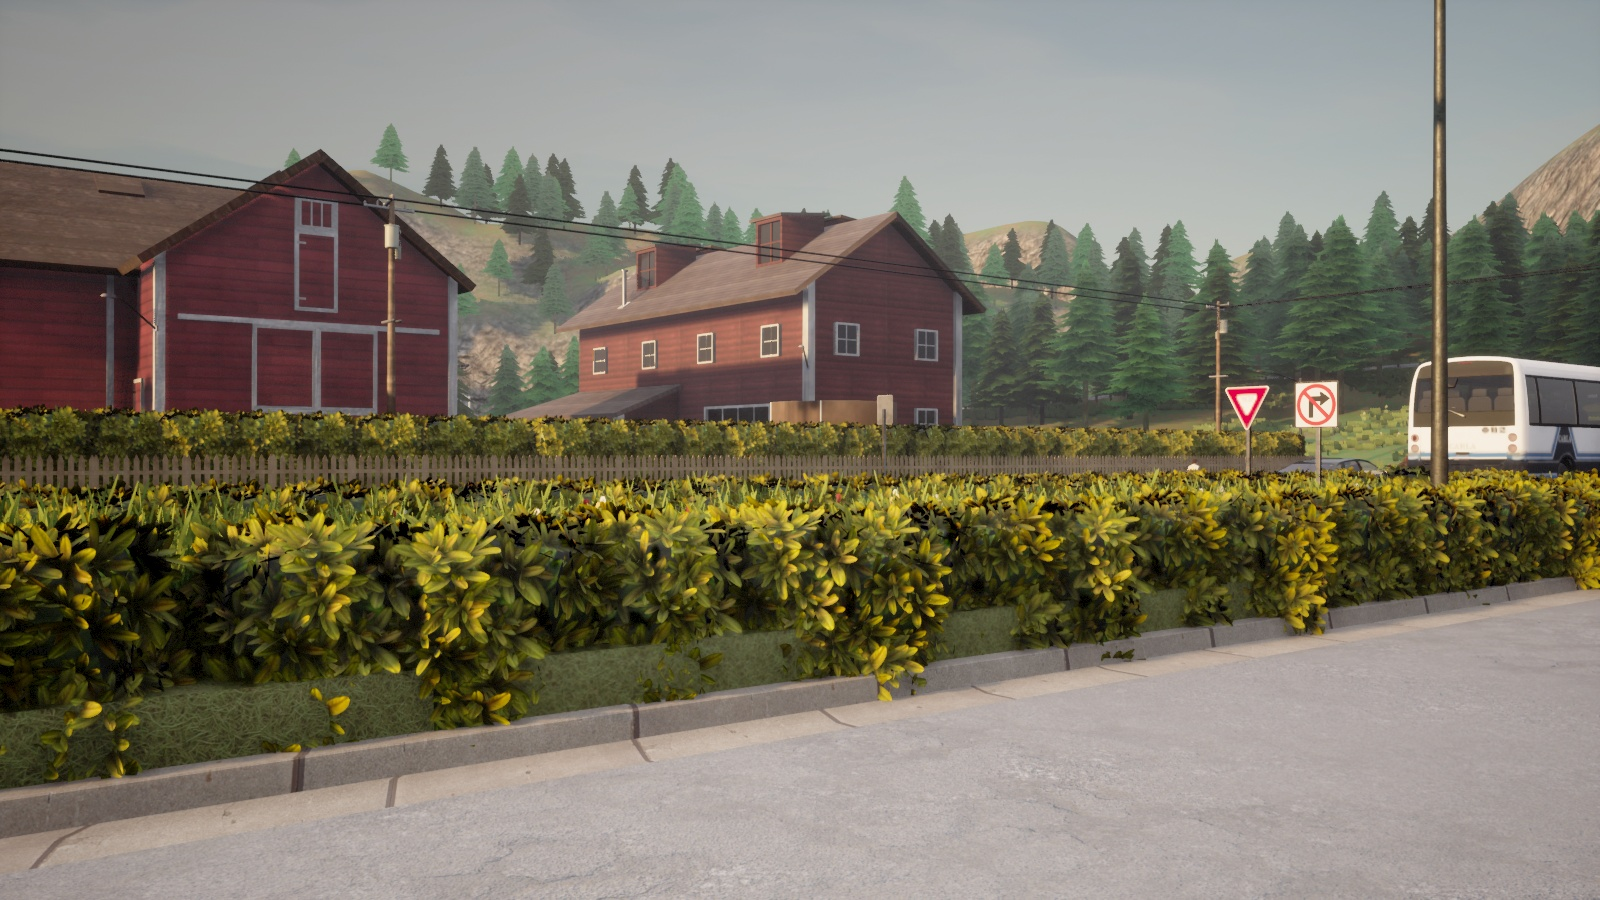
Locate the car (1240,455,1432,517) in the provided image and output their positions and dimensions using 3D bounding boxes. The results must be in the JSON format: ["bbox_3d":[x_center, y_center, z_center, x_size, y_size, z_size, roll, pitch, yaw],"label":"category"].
[{"bbox_3d":[13.509,0.840,31.501,5.357,1.411,2.033,0,0,-37],"label":"car"}]

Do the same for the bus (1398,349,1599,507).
[{"bbox_3d":[22.896,-0.586,38.575,10.273,4.253,3.944,0,0,-38],"label":"bus"}]
